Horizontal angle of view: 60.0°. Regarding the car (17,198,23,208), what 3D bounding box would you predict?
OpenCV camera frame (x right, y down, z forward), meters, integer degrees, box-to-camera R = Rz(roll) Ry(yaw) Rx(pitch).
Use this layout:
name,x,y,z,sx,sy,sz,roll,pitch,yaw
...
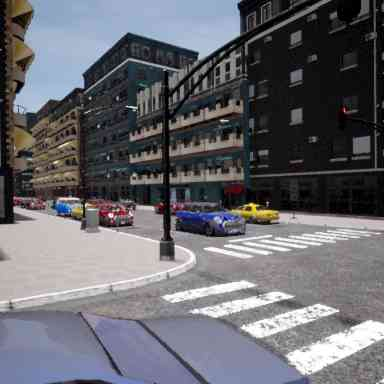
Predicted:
name,x,y,z,sx,sy,sz,roll,pitch,yaw
car,-25.053,1.770,51.004,1.947,1.339,4.313,-1,1,-35

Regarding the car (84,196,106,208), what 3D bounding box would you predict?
name,x,y,z,sx,sy,sz,roll,pitch,yaw
car,-15.019,1.502,51.358,1.967,1.590,4.097,-1,1,-35

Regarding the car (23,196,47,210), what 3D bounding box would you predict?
name,x,y,z,sx,sy,sz,roll,pitch,yaw
car,-21.844,1.628,46.496,1.967,1.590,4.097,-1,1,-35

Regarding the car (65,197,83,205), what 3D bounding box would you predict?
name,x,y,z,sx,sy,sz,roll,pitch,yaw
car,-21.440,1.645,60.374,2.008,1.369,4.403,-1,1,-35

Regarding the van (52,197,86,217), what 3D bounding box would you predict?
name,x,y,z,sx,sy,sz,roll,pitch,yaw
van,-12.211,1.483,32.974,1.690,1.788,3.998,-1,1,-35

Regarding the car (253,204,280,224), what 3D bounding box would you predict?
name,x,y,z,sx,sy,sz,roll,pitch,yaw
car,4.152,1.498,24.454,1.752,1.417,4.829,-1,1,-35

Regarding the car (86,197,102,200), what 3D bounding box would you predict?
name,x,y,z,sx,sy,sz,roll,pitch,yaw
car,-8.153,1.571,31.748,1.882,1.535,5.008,-1,0,-35

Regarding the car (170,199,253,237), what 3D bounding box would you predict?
name,x,y,z,sx,sy,sz,roll,pitch,yaw
car,0.958,1.407,18.816,2.097,1.767,4.553,-1,0,-33

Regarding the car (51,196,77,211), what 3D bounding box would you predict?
name,x,y,z,sx,sy,sz,roll,pitch,yaw
car,-17.137,1.486,44.431,2.097,1.767,4.553,-1,1,-35

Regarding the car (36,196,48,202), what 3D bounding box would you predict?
name,x,y,z,sx,sy,sz,roll,pitch,yaw
car,-37.497,1.728,82.910,1.887,1.381,4.507,-1,1,-35

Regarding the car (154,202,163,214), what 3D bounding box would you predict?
name,x,y,z,sx,sy,sz,roll,pitch,yaw
car,-2.173,1.441,33.329,1.967,1.590,4.097,-1,1,-35

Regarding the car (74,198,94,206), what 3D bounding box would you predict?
name,x,y,z,sx,sy,sz,roll,pitch,yaw
car,-18.229,1.644,55.866,1.947,1.339,4.313,-1,1,-35

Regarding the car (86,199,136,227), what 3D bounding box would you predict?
name,x,y,z,sx,sy,sz,roll,pitch,yaw
car,-5.787,1.553,23.961,1.967,1.590,4.097,-1,1,-35

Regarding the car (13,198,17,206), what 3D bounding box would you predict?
name,x,y,z,sx,sy,sz,roll,pitch,yaw
car,-31.476,1.782,60.019,1.887,1.381,4.507,-1,1,-35

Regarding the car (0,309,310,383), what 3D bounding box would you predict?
name,x,y,z,sx,sy,sz,roll,pitch,yaw
car,-1.664,1.545,1.709,5.357,1.411,2.033,0,0,-30

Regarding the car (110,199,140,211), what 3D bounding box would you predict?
name,x,y,z,sx,sy,sz,roll,pitch,yaw
car,-8.594,1.581,42.345,2.008,1.369,4.403,-1,1,-35

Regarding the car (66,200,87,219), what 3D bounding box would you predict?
name,x,y,z,sx,sy,sz,roll,pitch,yaw
car,-8.898,1.652,28.330,1.752,1.417,4.829,-1,1,-35
